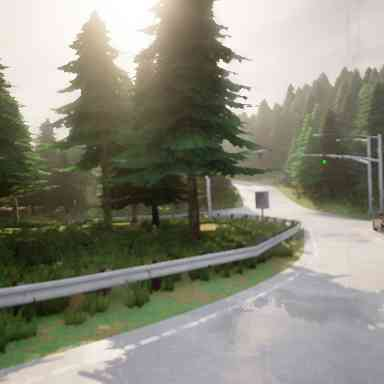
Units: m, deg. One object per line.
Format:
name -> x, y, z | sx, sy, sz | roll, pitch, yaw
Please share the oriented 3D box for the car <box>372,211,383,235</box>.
car -> 12.502, 1.837, 20.557 | 1.812, 1.442, 4.674 | -2, -2, 19
